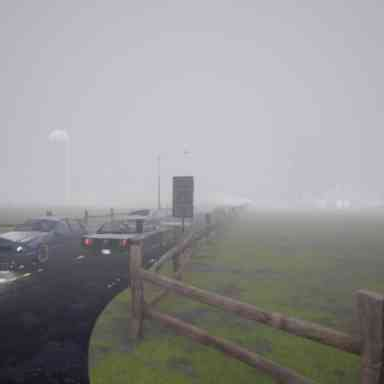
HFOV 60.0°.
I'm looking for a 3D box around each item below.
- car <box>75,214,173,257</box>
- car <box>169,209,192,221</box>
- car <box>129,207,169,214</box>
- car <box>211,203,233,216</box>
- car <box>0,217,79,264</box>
[{"bbox_3d":[-2.383,1.730,13.156,1.895,1.301,4.718,0,-1,11],"label":"car"},{"bbox_3d":[-1.164,2.120,33.522,2.033,1.411,5.357,0,-1,11],"label":"car"},{"bbox_3d":[-3.338,1.840,22.792,1.837,1.490,4.892,0,-1,12],"label":"car"},{"bbox_3d":[3.678,2.332,42.838,2.033,1.411,5.357,0,-1,12],"label":"car"},{"bbox_3d":[-5.392,1.659,12.626,2.033,1.411,5.357,0,-1,11],"label":"car"}]
